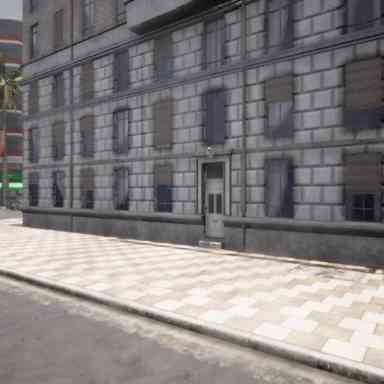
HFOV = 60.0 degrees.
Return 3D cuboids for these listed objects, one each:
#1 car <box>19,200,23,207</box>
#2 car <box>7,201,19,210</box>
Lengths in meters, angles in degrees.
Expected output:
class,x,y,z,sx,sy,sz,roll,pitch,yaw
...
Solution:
class,x,y,z,sx,sy,sz,roll,pitch,yaw
car,-17.758,1.526,40.143,1.812,1.442,4.674,0,0,36
car,-20.853,1.564,41.828,1.994,1.385,4.181,0,0,36
